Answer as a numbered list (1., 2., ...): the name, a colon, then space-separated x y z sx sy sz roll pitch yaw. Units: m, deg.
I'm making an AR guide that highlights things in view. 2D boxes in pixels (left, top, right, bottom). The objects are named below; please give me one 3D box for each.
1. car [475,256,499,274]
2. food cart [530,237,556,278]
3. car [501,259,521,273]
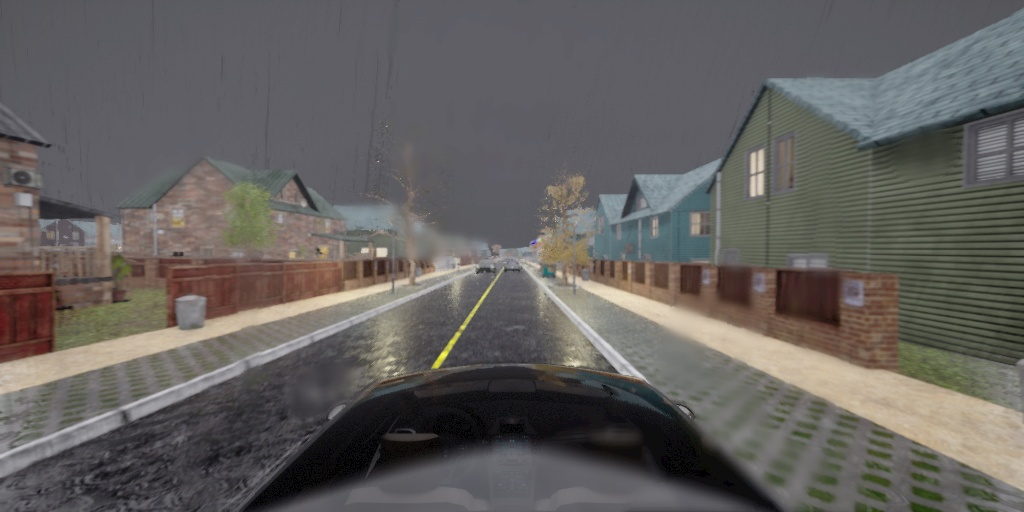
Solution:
1. car: -2.828 1.075 39.700 2.097 1.767 4.553 0 0 0
2. food cart: 3.015 0.195 31.460 2.280 3.560 4.660 0 0 0
3. car: 0.055 1.286 44.039 1.994 1.385 4.181 0 0 0
